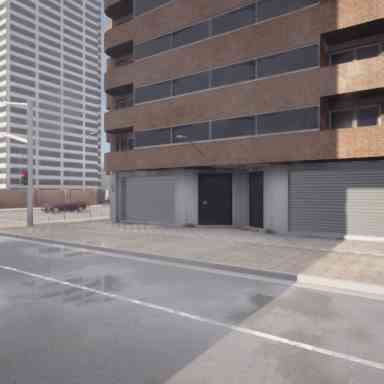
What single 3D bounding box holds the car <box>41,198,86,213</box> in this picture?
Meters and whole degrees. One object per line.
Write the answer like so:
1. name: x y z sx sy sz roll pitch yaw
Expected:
1. car: -14.164 1.477 36.945 1.882 1.535 5.008 0 0 35
